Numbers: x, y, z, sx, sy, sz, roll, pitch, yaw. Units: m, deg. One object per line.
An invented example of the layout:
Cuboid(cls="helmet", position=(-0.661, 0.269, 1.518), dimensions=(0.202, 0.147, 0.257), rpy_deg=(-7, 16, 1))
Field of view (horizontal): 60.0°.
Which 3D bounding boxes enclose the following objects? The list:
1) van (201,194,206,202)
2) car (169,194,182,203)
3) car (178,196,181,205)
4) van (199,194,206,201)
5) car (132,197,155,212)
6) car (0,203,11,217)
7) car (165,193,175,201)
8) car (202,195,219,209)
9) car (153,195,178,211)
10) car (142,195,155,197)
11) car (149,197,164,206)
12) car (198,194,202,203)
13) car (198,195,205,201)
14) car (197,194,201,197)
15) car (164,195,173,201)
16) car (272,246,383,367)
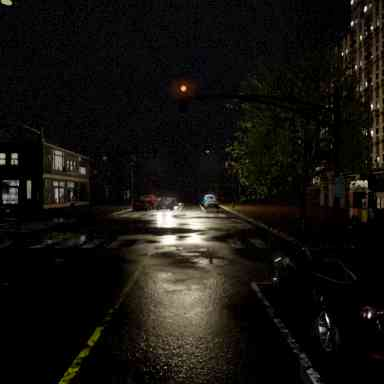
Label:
Cuboid(cls="van", position=(2.632, 1.345, 49.378), dimensions=(1.690, 1.788, 3.998), rpy_deg=(0, 0, 0))
Cuboid(cls="car", position=(-3.092, 1.568, 68.368), dimensions=(1.994, 1.385, 4.181), rpy_deg=(0, 0, 0))
Cuboid(cls="car", position=(-3.162, 1.567, 52.943), dimensions=(1.994, 1.385, 4.181), rpy_deg=(0, 0, 0))
Cuboid(cls="van", position=(2.590, 1.349, 82.683), dimensions=(1.690, 1.788, 3.998), rpy_deg=(0, 0, 0))
Cuboid(cls="car", position=(-5.735, 1.585, 38.262), dimensions=(1.802, 1.307, 4.206), rpy_deg=(0, 0, 0))
Cuboid(cls="car", position=(-17.303, 1.371, 27.250), dimensions=(4.507, 1.381, 1.887), rpy_deg=(1, -1, -1))
Cuboid(cls="car", position=(-5.799, 1.324, 88.221), dimensions=(2.192, 1.841, 5.009), rpy_deg=(0, 0, 0))
Cuboid(cls="car", position=(2.637, 1.528, 43.996), dimensions=(1.752, 1.417, 4.829), rpy_deg=(0, 0, 0))
Cuboid(cls="car", position=(-3.144, 1.494, 40.040), dimensions=(2.128, 1.511, 4.902), rpy_deg=(0, 0, 0))
Cuboid(cls="car", position=(-5.741, 1.318, 43.813), dimensions=(2.192, 1.841, 5.009), rpy_deg=(0, 0, 0))
Cuboid(cls="car", position=(-5.757, 1.555, 54.915), dimensions=(2.008, 1.369, 4.403), rpy_deg=(0, 0, 0))
Cuboid(cls="car", position=(2.616, 1.556, 60.479), dimensions=(2.008, 1.369, 4.403), rpy_deg=(0, 0, 0))
Cuboid(cls="car", position=(2.581, 1.534, 88.404), dimensions=(1.752, 1.417, 4.829), rpy_deg=(0, 0, 0))
Cuboid(cls="car", position=(2.602, 1.572, 71.581), dimensions=(1.947, 1.339, 4.313), rpy_deg=(0, 0, 0))
Cuboid(cls="car", position=(-5.793, 1.559, 82.670), dimensions=(2.008, 1.369, 4.403), rpy_deg=(0, 0, 0))
Cuboid(cls="car", position=(2.687, 1.566, 5.797), dimensions=(1.947, 1.339, 4.313), rpy_deg=(0, 0, 0))
